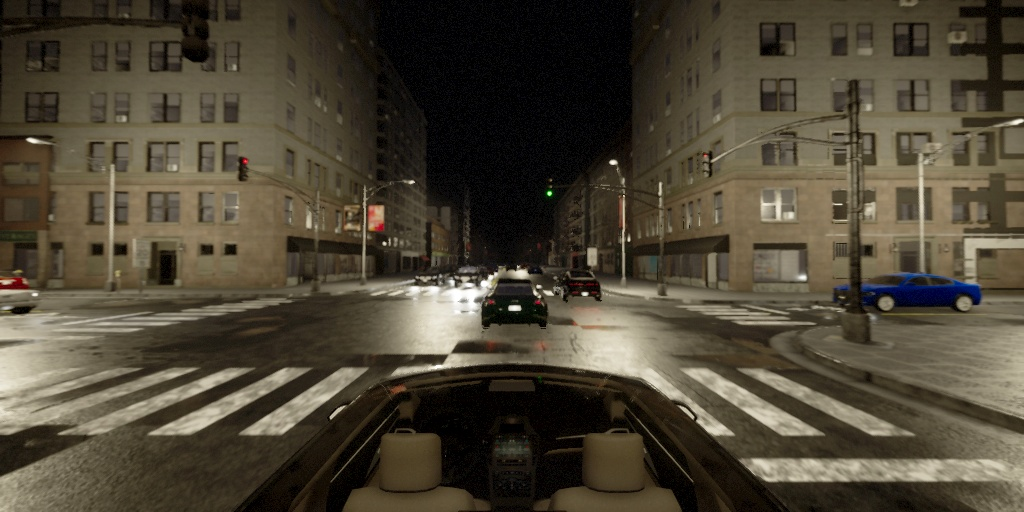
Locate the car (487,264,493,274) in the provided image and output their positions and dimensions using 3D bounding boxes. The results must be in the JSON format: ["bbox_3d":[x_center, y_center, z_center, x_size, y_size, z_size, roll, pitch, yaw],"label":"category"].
[{"bbox_3d":[-3.400,1.814,37.713,1.895,1.301,4.718,0,-1,0],"label":"car"}]

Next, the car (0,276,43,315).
[{"bbox_3d":[-19.199,1.445,12.186,4.718,1.301,1.895,0,-1,3],"label":"car"}]

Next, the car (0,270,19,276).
[{"bbox_3d":[-26.852,1.360,17.685,4.097,1.591,1.967,0,0,0],"label":"car"}]

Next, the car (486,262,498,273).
[{"bbox_3d":[-3.355,1.904,47.746,1.994,1.385,4.181,0,-1,0],"label":"car"}]

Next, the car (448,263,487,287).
[{"bbox_3d":[-3.394,1.586,28.451,2.128,1.511,4.902,0,-1,0],"label":"car"}]

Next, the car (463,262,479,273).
[{"bbox_3d":[-6.615,1.822,58.329,2.097,1.767,4.553,0,-1,0],"label":"car"}]

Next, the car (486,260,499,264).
[{"bbox_3d":[-3.365,1.694,58.307,2.150,2.045,5.566,0,-1,0],"label":"car"}]

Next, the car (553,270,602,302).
[{"bbox_3d":[3.314,1.482,18.716,1.837,1.490,4.892,0,0,0],"label":"car"}]

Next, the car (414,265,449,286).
[{"bbox_3d":[-6.643,1.633,29.703,1.812,1.442,4.674,0,-1,0],"label":"car"}]

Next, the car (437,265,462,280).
[{"bbox_3d":[-6.647,1.728,38.713,1.837,1.490,4.892,0,-1,0],"label":"car"}]

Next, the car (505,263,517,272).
[{"bbox_3d":[-0.114,2.047,63.471,1.837,1.490,4.892,0,0,0],"label":"car"}]

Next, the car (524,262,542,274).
[{"bbox_3d":[3.247,1.959,51.625,1.994,1.385,4.181,0,-1,0],"label":"car"}]

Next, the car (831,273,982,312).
[{"bbox_3d":[16.377,1.467,15.060,5.008,1.535,1.882,0,-1,0],"label":"car"}]

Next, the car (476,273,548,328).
[{"bbox_3d":[0.074,1.443,11.929,1.994,1.385,4.181,0,-1,0],"label":"car"}]
